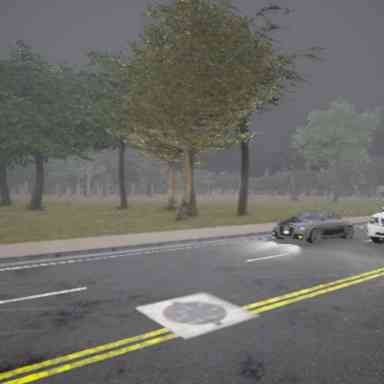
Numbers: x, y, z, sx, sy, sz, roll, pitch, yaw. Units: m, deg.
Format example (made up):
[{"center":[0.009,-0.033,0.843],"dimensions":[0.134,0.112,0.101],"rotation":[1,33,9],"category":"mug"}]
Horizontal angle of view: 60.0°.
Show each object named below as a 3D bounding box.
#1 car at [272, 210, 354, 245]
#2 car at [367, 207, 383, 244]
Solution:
[{"center":[5.759,1.572,15.711],"dimensions":[4.181,1.385,1.994],"rotation":[0,0,-35],"category":"car"},{"center":[10.090,1.238,14.771],"dimensions":[5.566,2.045,2.150],"rotation":[1,0,-35],"category":"car"}]
